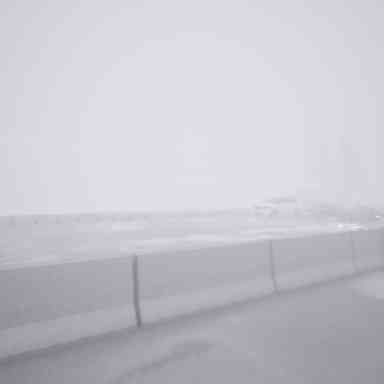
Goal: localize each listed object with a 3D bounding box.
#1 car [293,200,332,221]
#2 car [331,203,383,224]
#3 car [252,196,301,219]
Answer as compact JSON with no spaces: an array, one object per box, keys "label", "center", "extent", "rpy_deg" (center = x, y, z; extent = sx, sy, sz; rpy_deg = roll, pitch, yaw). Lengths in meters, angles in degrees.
[{"label":"car","center":[11.597,1.687,29.408],"extent":[4.902,1.511,2.128],"rpy_deg":[1,0,-35]},{"label":"car","center":[13.374,1.758,26.378],"extent":[4.181,1.385,1.994],"rpy_deg":[1,0,-35]},{"label":"car","center":[8.117,1.401,31.238],"extent":[5.566,2.045,2.150],"rpy_deg":[0,0,-35]}]
